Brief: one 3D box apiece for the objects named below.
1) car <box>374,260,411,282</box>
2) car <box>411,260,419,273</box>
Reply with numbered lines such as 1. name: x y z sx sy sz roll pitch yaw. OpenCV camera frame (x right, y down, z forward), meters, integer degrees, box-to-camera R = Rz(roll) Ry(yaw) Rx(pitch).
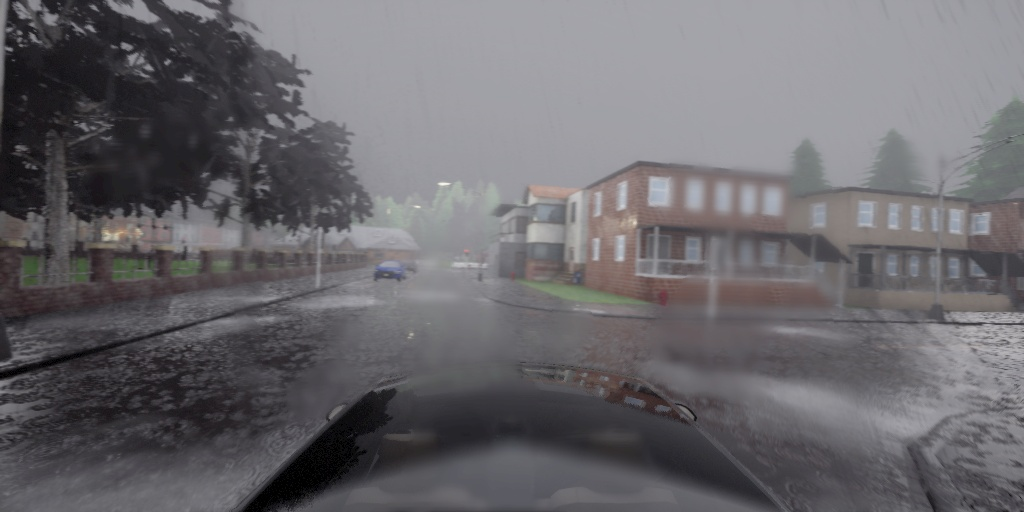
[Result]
1. car: -9.259 1.061 27.586 1.882 1.535 5.008 3 -1 -10
2. car: -11.649 1.150 40.819 2.033 1.411 5.357 3 -1 -10
